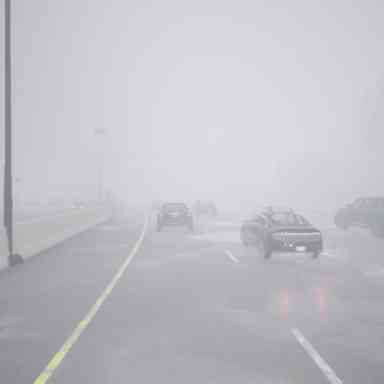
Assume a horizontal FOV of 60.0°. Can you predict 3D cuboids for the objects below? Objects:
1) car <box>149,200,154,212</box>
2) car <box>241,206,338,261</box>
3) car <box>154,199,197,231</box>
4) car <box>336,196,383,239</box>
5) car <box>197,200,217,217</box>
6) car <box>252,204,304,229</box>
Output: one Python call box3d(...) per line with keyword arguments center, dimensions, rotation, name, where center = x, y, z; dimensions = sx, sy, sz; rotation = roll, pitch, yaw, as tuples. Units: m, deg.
box3d(center=(-3.937, 1.557, 39.205), dimensions=(2.033, 1.411, 5.357), rotation=(0, 0, -11), name="car")
box3d(center=(3.096, 1.486, 12.348), dimensions=(2.128, 1.511, 4.902), rotation=(0, 0, -4), name="car")
box3d(center=(-1.166, 1.355, 20.915), dimensions=(2.097, 1.767, 4.553), rotation=(0, 0, -6), name="car")
box3d(center=(9.741, 1.202, 17.479), dimensions=(2.150, 2.045, 5.566), rotation=(0, 0, -5), name="car")
box3d(center=(1.051, 1.490, 30.952), dimensions=(2.128, 1.511, 4.902), rotation=(0, 0, -9), name="car")
box3d(center=(5.699, 1.590, 22.762), dimensions=(1.895, 1.301, 4.718), rotation=(0, 0, -6), name="car")
